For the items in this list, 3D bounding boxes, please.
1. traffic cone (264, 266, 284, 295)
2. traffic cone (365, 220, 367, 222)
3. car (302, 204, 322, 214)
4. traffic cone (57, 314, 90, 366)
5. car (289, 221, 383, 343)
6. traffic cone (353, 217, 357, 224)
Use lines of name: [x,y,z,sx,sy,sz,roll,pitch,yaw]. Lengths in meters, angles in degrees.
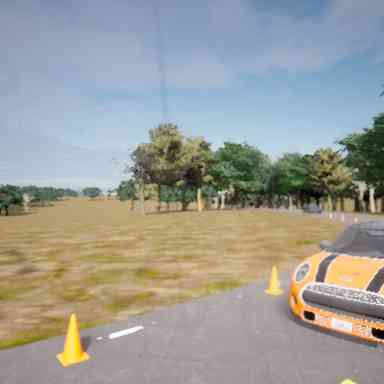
traffic cone: [1.903,2.017,7.682,0.340,0.580,0.340,1,-1,-45]
traffic cone: [12.207,2.259,23.335,0.340,0.580,0.340,0,-1,21]
car: [18.624,2.638,51.826,2.033,1.411,5.357,0,-2,4]
traffic cone: [-1.620,1.968,4.545,0.340,0.580,0.340,1,0,-39]
car: [3.786,1.416,6.608,2.097,1.767,4.553,0,-1,44]
traffic cone: [13.696,2.355,27.811,0.340,0.580,0.340,0,-1,15]
